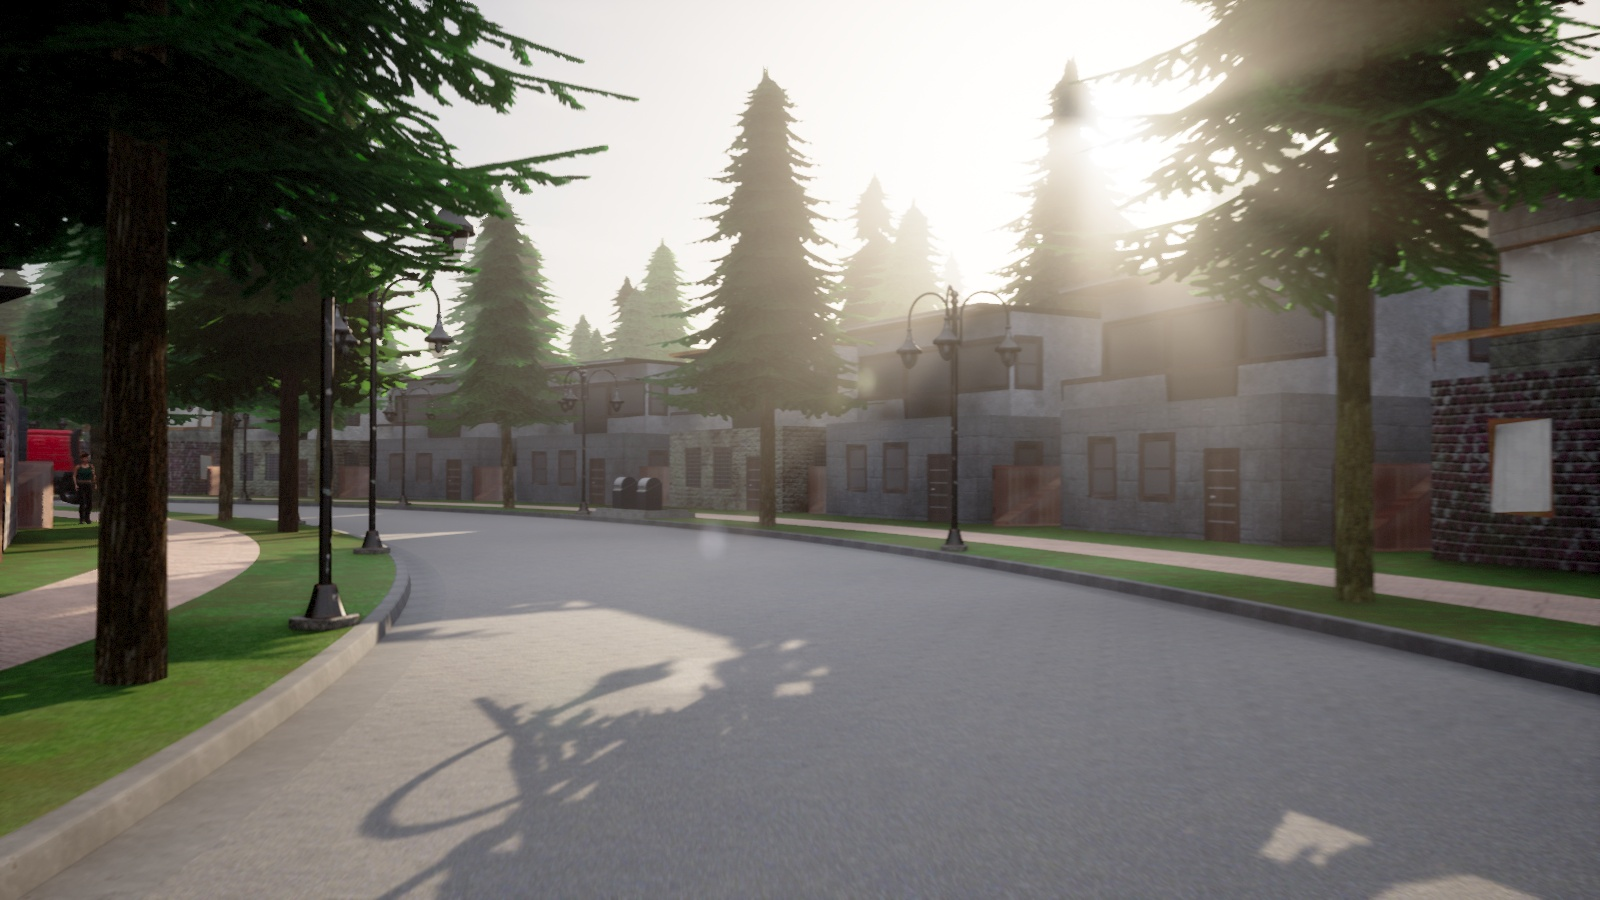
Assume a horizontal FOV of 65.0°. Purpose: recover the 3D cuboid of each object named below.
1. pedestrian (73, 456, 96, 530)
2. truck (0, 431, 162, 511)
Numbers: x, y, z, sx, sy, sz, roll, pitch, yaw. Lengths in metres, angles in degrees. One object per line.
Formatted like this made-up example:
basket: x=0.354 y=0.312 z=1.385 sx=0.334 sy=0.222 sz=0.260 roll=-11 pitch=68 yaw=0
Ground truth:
pedestrian: x=-17.976 y=1.081 z=31.549 sx=0.345 sy=1.836 sz=0.594 roll=1 pitch=-1 yaw=-45
truck: x=-32.978 y=0.951 z=57.071 sx=7.936 sy=3.462 sz=2.891 roll=-1 pitch=-1 yaw=26
